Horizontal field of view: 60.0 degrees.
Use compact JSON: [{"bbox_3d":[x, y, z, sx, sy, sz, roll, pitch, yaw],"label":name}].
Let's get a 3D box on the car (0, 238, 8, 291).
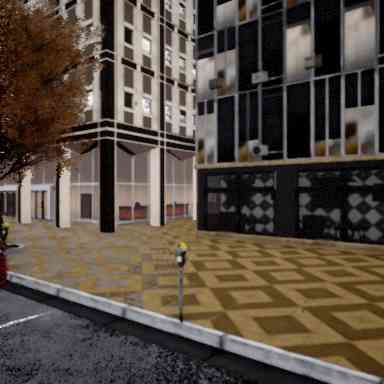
[{"bbox_3d":[-5.887,1.274,7.078,5.009,1.841,2.192,0,0,35],"label":"car"}]
